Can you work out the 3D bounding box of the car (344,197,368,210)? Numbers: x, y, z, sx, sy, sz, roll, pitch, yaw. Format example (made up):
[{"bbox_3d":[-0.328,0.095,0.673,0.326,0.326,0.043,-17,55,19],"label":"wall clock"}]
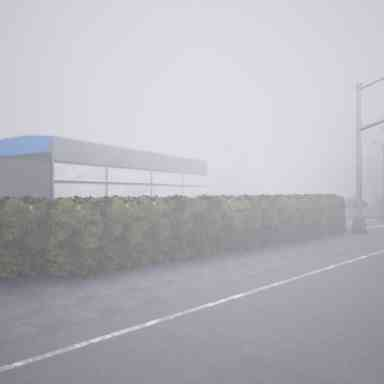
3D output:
[{"bbox_3d":[19.236,1.339,39.639,4.514,1.523,2.007,0,0,-41],"label":"car"}]

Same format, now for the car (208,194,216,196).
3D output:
[{"bbox_3d":[4.355,1.297,85.307,4.514,1.523,2.007,0,0,-41],"label":"car"}]

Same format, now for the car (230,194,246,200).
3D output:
[{"bbox_3d":[12.092,1.231,87.107,3.806,1.475,1.970,0,0,-41],"label":"car"}]

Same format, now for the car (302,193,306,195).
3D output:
[{"bbox_3d":[24.829,1.076,72.721,3.866,1.878,1.905,0,0,-41],"label":"car"}]

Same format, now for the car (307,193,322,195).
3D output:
[{"bbox_3d":[27.032,1.096,70.782,4.605,1.855,1.932,0,0,-41],"label":"car"}]

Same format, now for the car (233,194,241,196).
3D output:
[{"bbox_3d":[8.820,1.297,63.597,4.514,1.523,2.007,0,0,-41],"label":"car"}]

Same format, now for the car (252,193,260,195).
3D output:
[{"bbox_3d":[16.510,1.153,82.442,5.027,1.636,2.152,0,0,-41],"label":"car"}]

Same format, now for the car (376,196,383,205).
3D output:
[{"bbox_3d":[31.434,1.383,54.012,3.806,1.475,1.970,0,0,-41],"label":"car"}]
